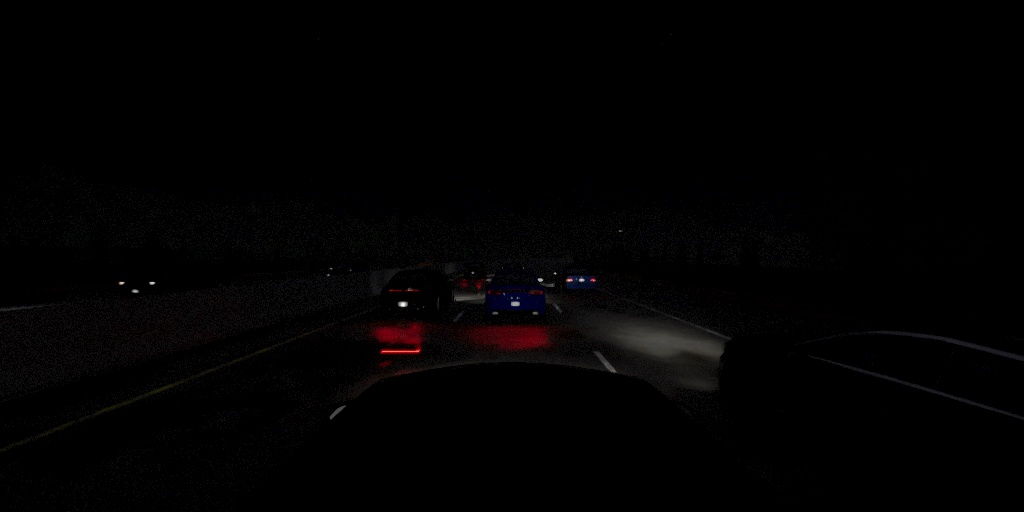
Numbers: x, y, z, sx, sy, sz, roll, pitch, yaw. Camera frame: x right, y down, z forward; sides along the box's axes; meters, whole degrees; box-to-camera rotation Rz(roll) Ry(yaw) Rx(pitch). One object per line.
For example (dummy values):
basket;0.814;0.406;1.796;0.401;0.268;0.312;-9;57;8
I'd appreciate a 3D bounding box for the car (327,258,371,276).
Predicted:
car;-14.081;1.097;31.223;2.097;1.767;4.553;0;0;0

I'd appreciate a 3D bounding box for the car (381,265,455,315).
car;-3.398;1.253;13.603;1.837;1.490;4.892;0;0;0

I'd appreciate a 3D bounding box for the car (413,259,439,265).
car;-10.550;1.220;45.350;1.882;1.535;5.008;0;0;1

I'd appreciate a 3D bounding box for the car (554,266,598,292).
car;3.602;1.295;21.040;2.033;1.411;5.357;0;0;0

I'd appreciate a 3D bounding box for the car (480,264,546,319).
car;0.100;1.226;12.802;1.882;1.535;5.008;0;0;0

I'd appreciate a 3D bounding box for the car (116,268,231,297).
car;-17.595;1.347;18.962;1.895;1.301;4.718;0;0;0

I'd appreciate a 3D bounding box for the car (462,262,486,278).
car;-3.411;1.271;33.447;1.812;1.442;4.674;0;0;0

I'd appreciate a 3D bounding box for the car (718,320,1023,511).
car;3.600;1.242;2.719;2.128;1.511;4.902;0;0;0
